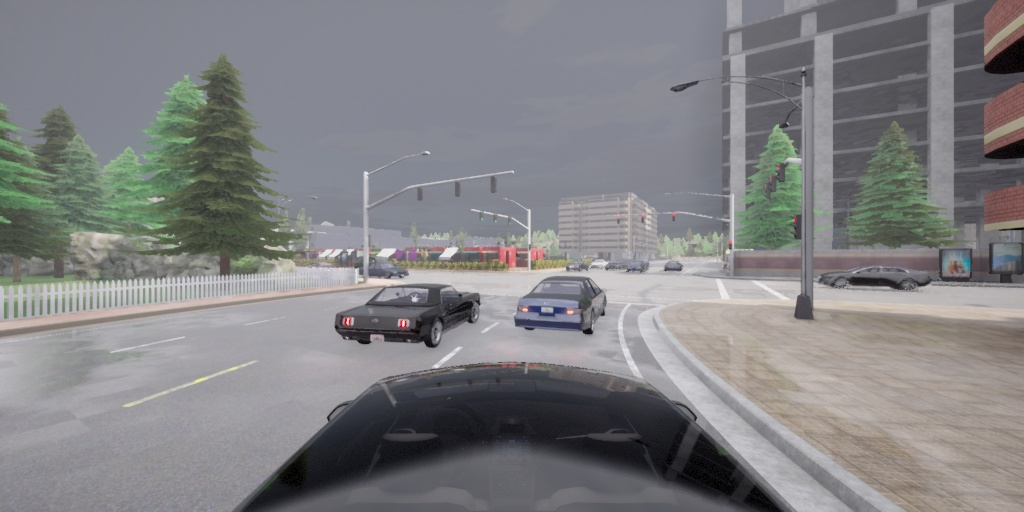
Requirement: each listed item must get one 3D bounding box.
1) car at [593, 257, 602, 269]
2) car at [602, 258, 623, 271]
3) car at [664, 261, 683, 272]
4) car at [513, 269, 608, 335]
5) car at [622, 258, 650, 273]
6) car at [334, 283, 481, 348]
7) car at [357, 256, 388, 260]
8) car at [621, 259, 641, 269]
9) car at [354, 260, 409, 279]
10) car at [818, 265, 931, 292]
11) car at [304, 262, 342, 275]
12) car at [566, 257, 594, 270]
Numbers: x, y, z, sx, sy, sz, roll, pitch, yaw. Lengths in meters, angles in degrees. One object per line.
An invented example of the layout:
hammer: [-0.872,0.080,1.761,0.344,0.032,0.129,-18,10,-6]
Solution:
car: [13.320,1.271,54.744,1.812,1.442,4.674,0,0,30]
car: [14.274,1.310,49.342,1.994,1.385,4.181,0,0,30]
car: [21.274,1.310,47.117,1.994,1.385,4.181,0,0,30]
car: [1.679,1.297,10.673,2.033,1.411,5.357,0,0,20]
car: [15.426,1.293,43.933,2.033,1.411,5.357,0,0,30]
car: [-2.256,1.350,9.317,1.895,1.301,4.718,0,0,11]
car: [-14.661,1.024,38.836,5.566,2.045,2.150,0,0,30]
car: [19.344,1.236,58.192,2.128,1.511,4.902,0,0,30]
car: [-12.023,1.350,33.242,5.357,1.411,2.033,0,0,31]
car: [21.890,1.295,21.891,4.902,1.511,2.128,0,0,30]
car: [-20.054,1.329,37.920,4.674,1.442,1.812,0,0,30]
car: [8.528,1.237,46.358,2.128,1.511,4.902,0,0,30]
